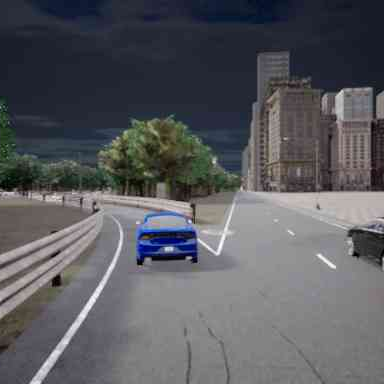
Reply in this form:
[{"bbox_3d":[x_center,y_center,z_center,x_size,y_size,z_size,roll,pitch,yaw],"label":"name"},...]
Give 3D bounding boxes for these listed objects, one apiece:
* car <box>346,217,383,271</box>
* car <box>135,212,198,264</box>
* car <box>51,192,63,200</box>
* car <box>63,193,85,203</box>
[{"bbox_3d":[6.003,1.445,9.610,2.128,1.511,4.902,0,0,8],"label":"car"},{"bbox_3d":[-0.977,1.461,11.836,1.882,1.535,5.008,0,0,-8],"label":"car"},{"bbox_3d":[-24.693,0.816,61.716,2.097,1.767,4.553,0,1,-31],"label":"car"},{"bbox_3d":[-18.680,1.116,53.462,1.837,1.490,4.892,0,1,-38],"label":"car"}]
